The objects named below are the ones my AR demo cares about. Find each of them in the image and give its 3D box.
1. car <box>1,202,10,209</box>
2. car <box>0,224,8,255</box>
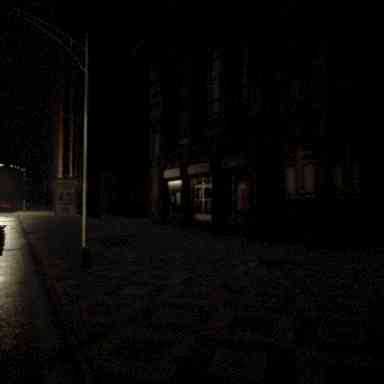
[{"bbox_3d":[-46.546,3.380,82.913,1.882,1.535,5.008,1,-2,-29],"label":"car"},{"bbox_3d":[-9.067,1.859,14.278,1.812,1.442,4.674,1,-2,-29],"label":"car"}]
